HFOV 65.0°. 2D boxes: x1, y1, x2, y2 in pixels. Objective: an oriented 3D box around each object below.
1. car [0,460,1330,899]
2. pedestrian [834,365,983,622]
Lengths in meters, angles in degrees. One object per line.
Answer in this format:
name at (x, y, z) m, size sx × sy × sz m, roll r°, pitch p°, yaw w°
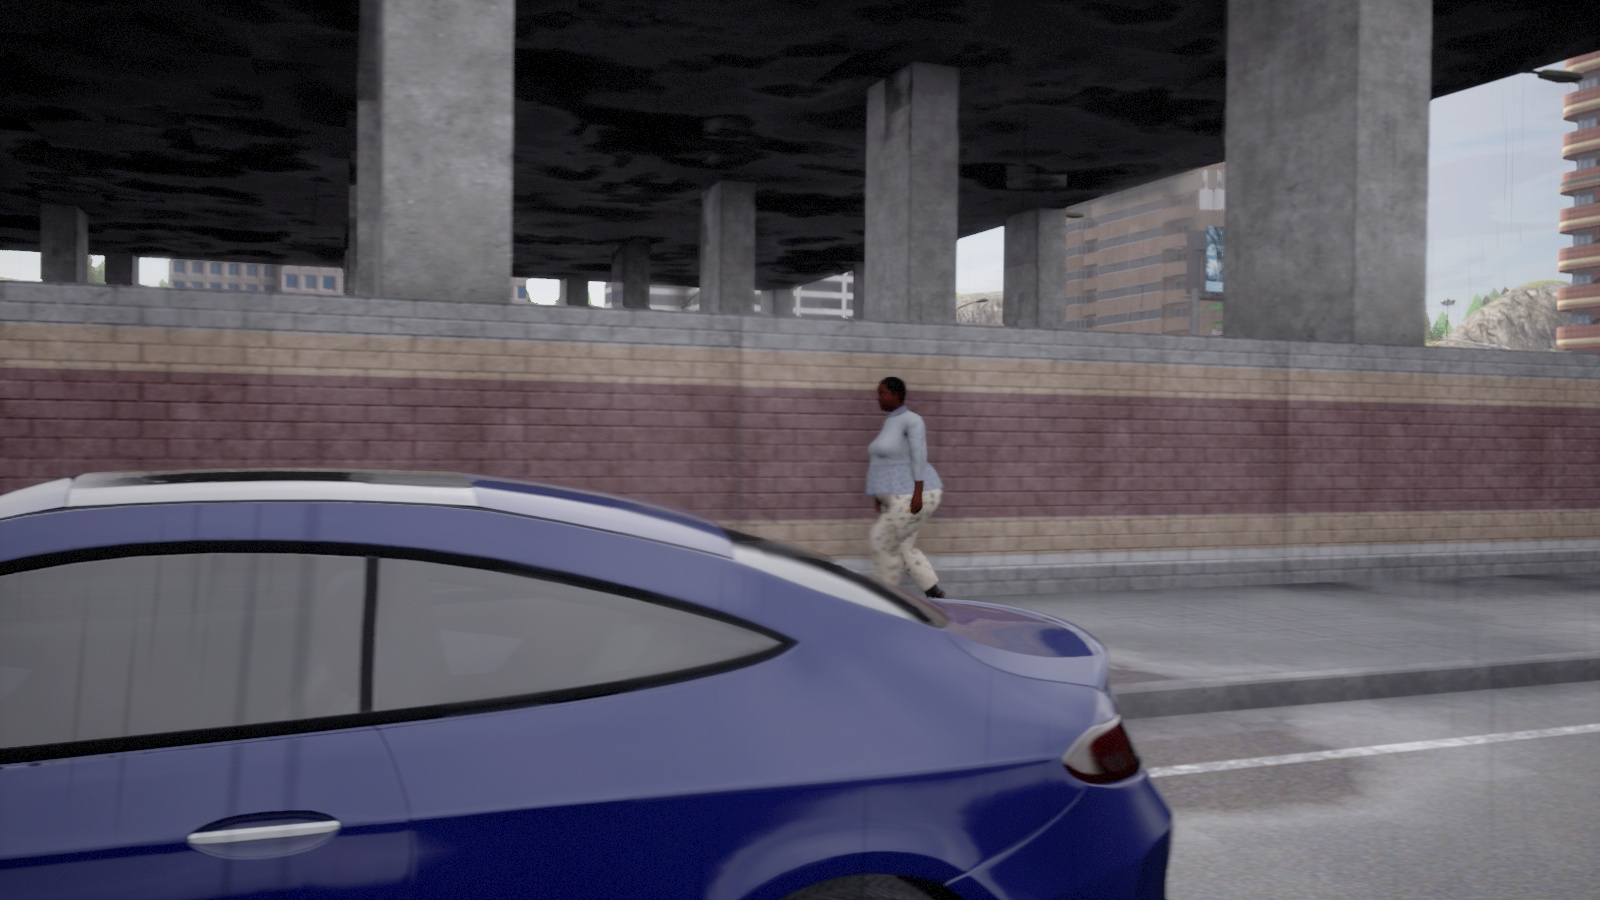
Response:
car at (-1.366, 0.795, 2.721) m, size 4.674 × 1.442 × 1.812 m, roll -1°, pitch 1°, yaw -21°
pedestrian at (0.810, 0.306, 9.599) m, size 0.900 × 1.855 × 0.874 m, roll -1°, pitch 1°, yaw -13°
